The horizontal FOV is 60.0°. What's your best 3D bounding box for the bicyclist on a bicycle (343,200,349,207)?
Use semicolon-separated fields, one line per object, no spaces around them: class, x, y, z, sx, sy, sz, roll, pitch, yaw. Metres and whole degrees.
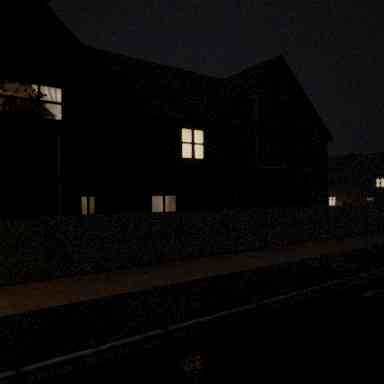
bicyclist on a bicycle;16.756;1.690;36.309;1.656;1.620;0.582;-1;0;-36
